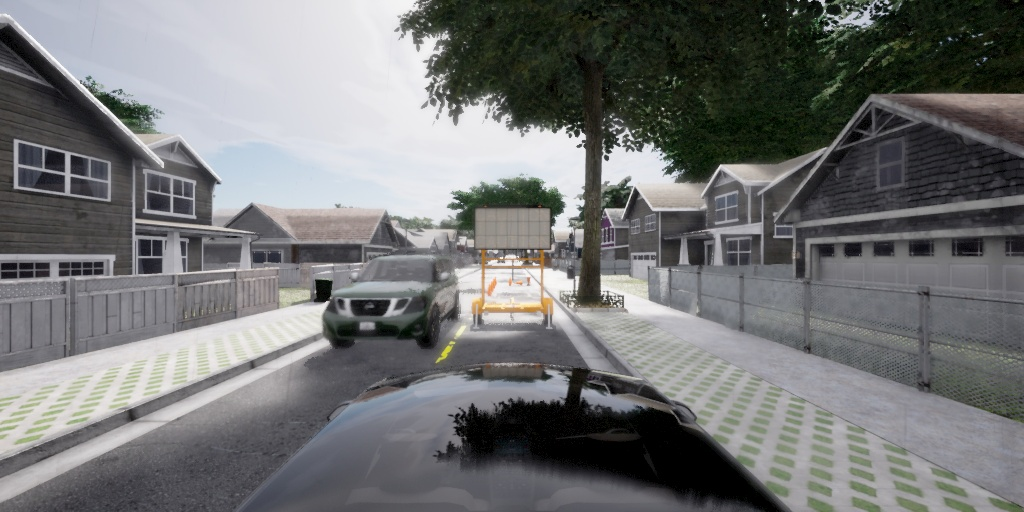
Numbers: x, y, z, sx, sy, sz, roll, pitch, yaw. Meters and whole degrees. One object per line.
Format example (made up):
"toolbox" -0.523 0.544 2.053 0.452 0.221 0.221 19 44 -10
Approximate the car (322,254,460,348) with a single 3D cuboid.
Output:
"car" -2.738 0.971 9.555 2.150 2.045 5.566 0 0 0

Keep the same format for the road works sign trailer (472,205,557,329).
"road works sign trailer" 0.023 0.213 11.233 2.380 3.560 2.880 0 0 0
